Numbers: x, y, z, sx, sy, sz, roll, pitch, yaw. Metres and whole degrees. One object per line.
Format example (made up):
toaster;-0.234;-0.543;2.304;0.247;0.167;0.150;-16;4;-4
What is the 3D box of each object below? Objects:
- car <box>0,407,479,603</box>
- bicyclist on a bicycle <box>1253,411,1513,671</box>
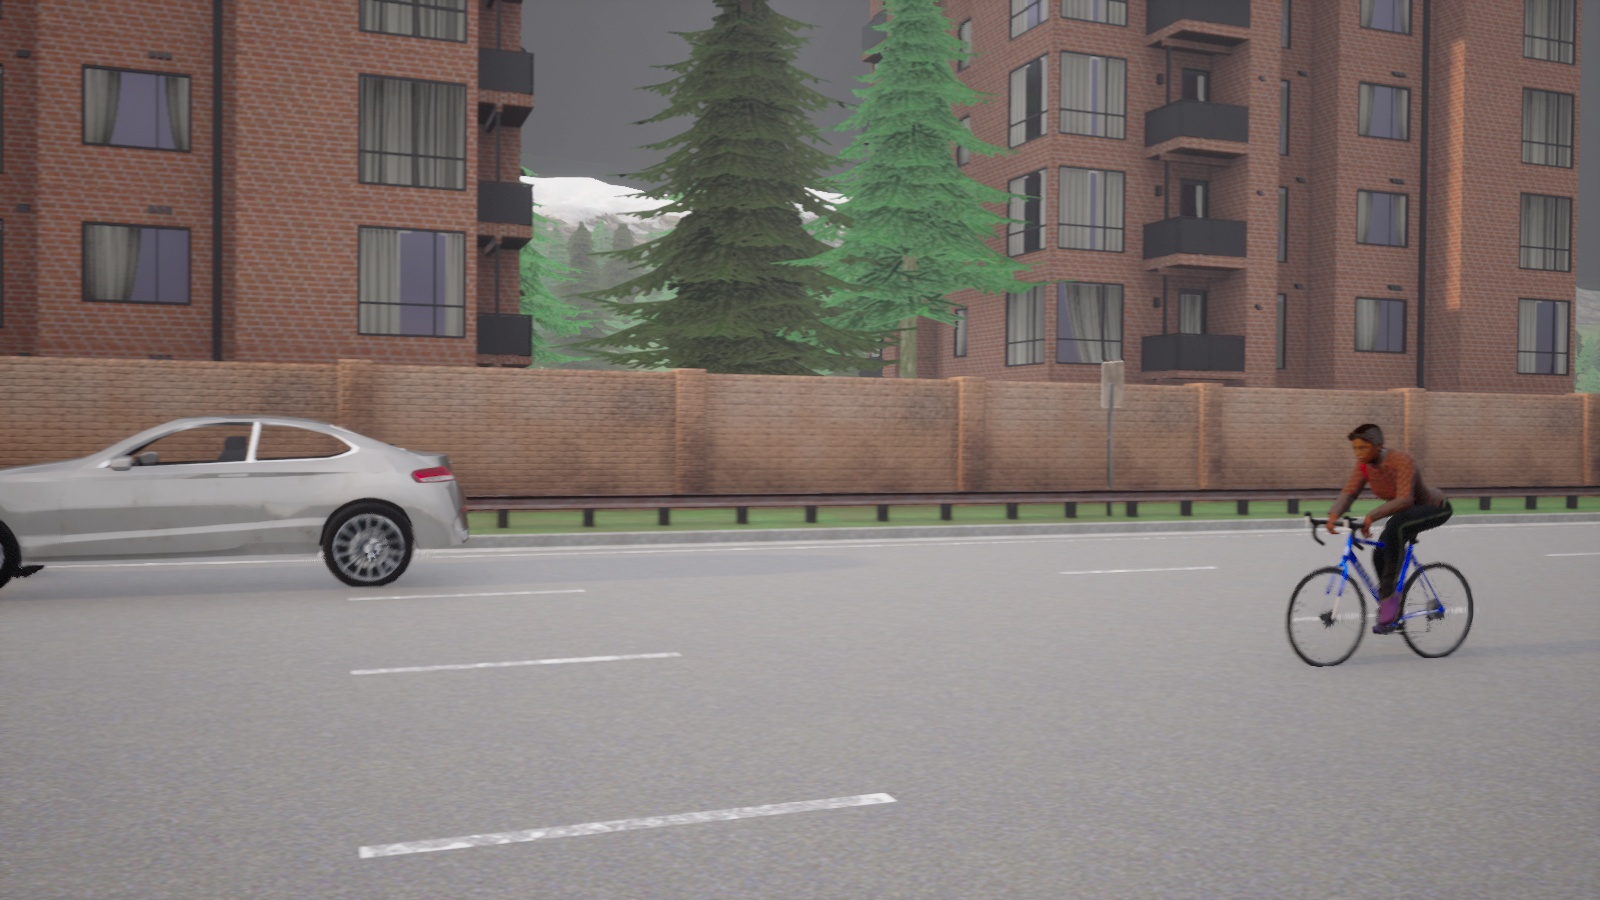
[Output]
car;-5.849;0.441;12.246;5.027;1.651;2.152;-1;1;-21
bicyclist on a bicycle;3.940;0.561;8.478;1.656;1.620;0.582;-1;1;-21
